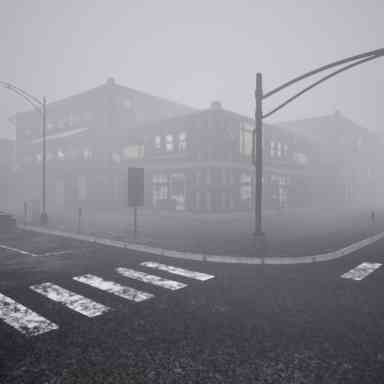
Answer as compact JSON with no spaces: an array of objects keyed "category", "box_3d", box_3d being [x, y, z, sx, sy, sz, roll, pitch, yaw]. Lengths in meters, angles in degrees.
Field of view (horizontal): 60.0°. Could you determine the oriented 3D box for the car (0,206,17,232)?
[{"category":"car","box_3d":[-10.441,1.338,16.990,4.206,1.307,1.802,1,0,40]}]
